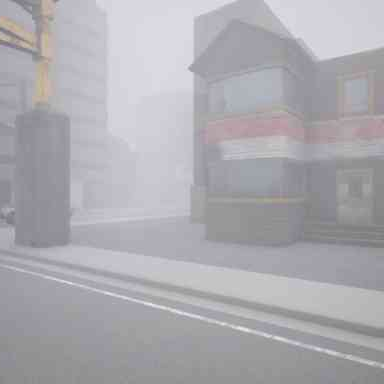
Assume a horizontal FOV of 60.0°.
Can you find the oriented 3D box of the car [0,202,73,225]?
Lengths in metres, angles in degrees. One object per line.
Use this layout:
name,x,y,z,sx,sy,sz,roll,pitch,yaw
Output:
car,-10.705,1.453,23.515,2.038,1.542,4.974,0,0,16
